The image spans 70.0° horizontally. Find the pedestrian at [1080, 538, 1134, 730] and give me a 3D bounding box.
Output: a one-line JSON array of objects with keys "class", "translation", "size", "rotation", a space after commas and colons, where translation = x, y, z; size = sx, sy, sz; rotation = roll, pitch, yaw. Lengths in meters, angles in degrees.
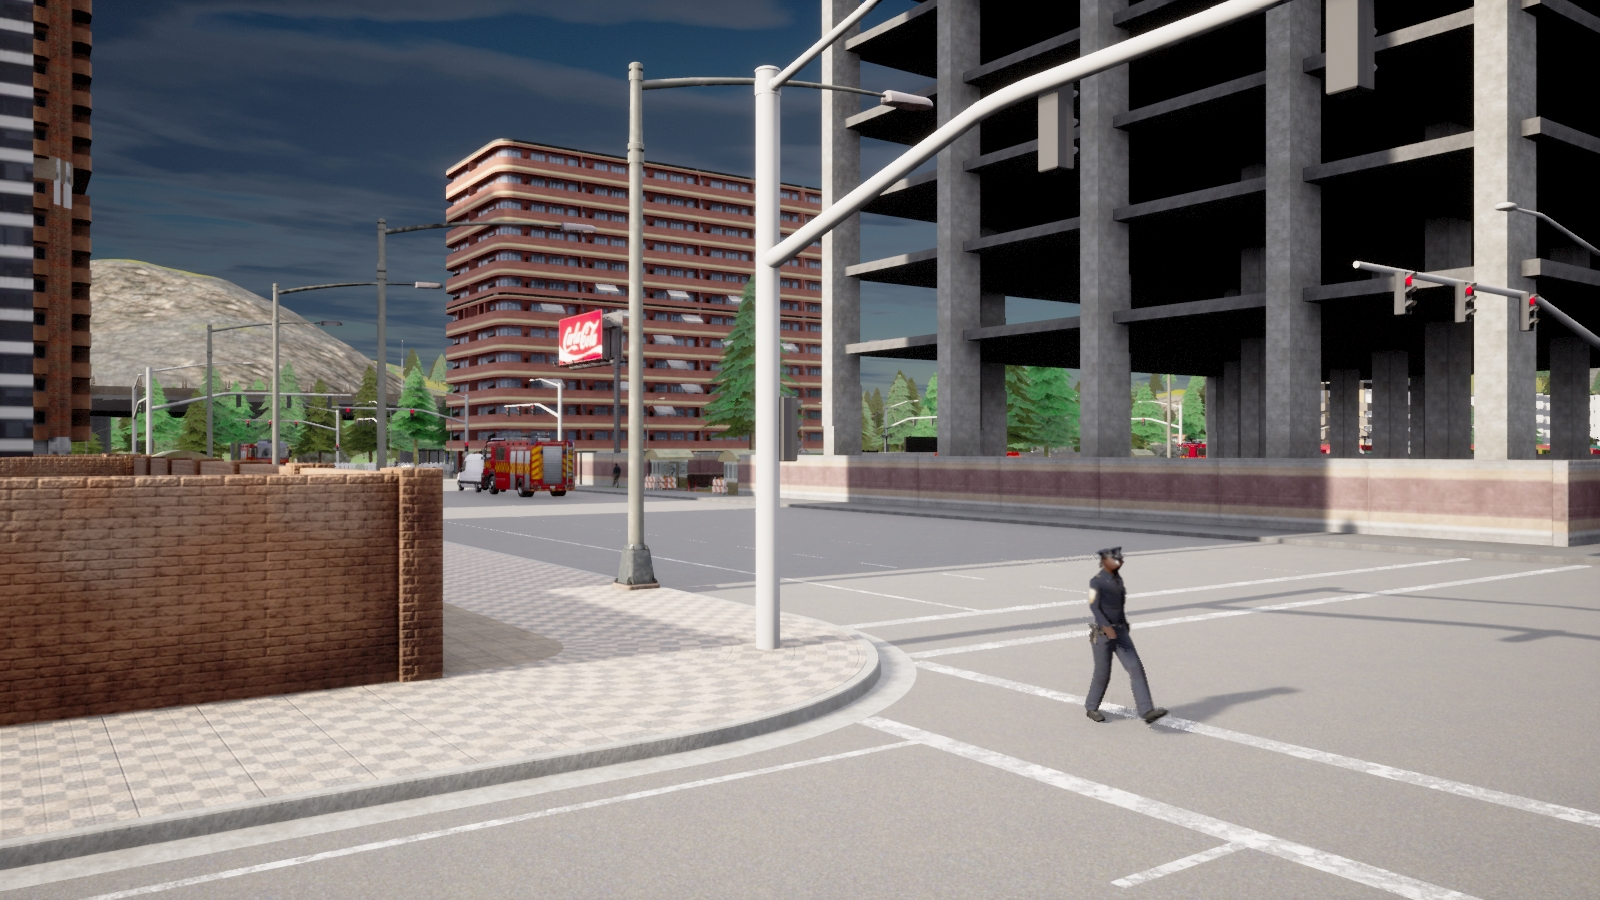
[{"class": "pedestrian", "translation": [3.114, 1.848, 11.607], "size": [0.375, 1.860, 0.375], "rotation": [0, 0, -28]}]

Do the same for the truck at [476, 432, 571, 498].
[{"class": "truck", "translation": [-17.186, 0.889, 70.593], "size": [2.891, 3.827, 8.468], "rotation": [0, 0, -34]}]
